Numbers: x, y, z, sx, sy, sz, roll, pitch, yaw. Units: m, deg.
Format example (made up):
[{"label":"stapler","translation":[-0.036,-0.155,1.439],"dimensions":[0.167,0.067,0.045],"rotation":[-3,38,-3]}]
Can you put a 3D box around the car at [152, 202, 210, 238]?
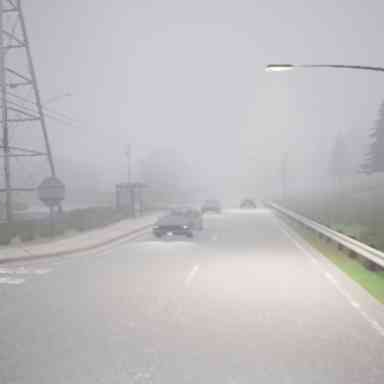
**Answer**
[{"label":"car","translation":[-0.544,1.483,17.627],"dimensions":[2.033,1.411,5.357],"rotation":[-1,0,10]}]

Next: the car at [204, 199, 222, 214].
[{"label":"car","translation":[2.008,1.369,33.249],"dimensions":[2.033,1.411,5.357],"rotation":[-1,0,9]}]

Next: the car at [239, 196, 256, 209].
[{"label":"car","translation":[6.700,1.231,40.005],"dimensions":[1.812,1.442,4.674],"rotation":[-1,0,9]}]
